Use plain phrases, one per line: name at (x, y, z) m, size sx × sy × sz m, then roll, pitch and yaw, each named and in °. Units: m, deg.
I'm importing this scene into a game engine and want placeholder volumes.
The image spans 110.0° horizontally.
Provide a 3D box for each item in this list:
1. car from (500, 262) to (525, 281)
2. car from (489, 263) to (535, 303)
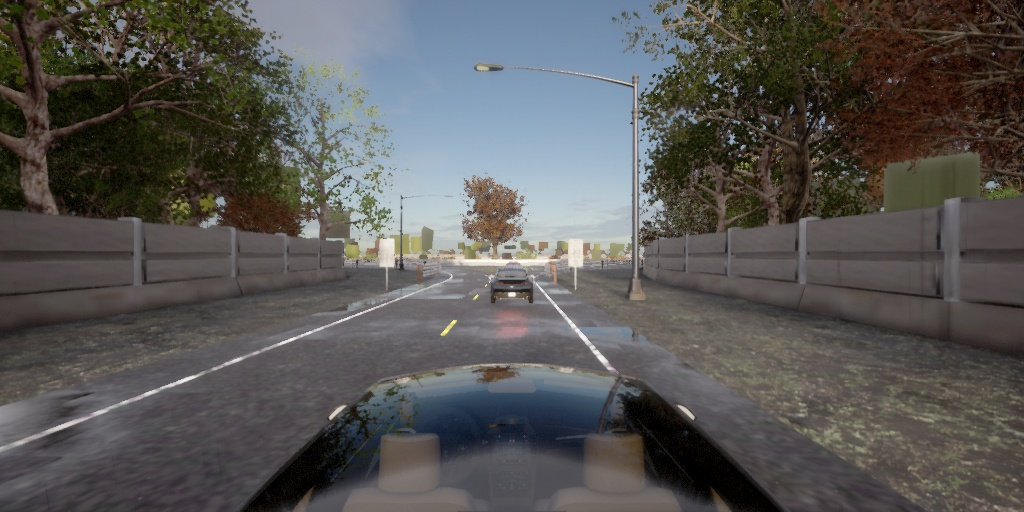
car at (0.143, 1.290, 31.368) m, size 1.812 × 1.442 × 4.674 m, roll 0°, pitch 0°, yaw 4°
car at (0.000, 1.269, 16.509) m, size 1.837 × 1.490 × 4.892 m, roll 0°, pitch 0°, yaw 0°
